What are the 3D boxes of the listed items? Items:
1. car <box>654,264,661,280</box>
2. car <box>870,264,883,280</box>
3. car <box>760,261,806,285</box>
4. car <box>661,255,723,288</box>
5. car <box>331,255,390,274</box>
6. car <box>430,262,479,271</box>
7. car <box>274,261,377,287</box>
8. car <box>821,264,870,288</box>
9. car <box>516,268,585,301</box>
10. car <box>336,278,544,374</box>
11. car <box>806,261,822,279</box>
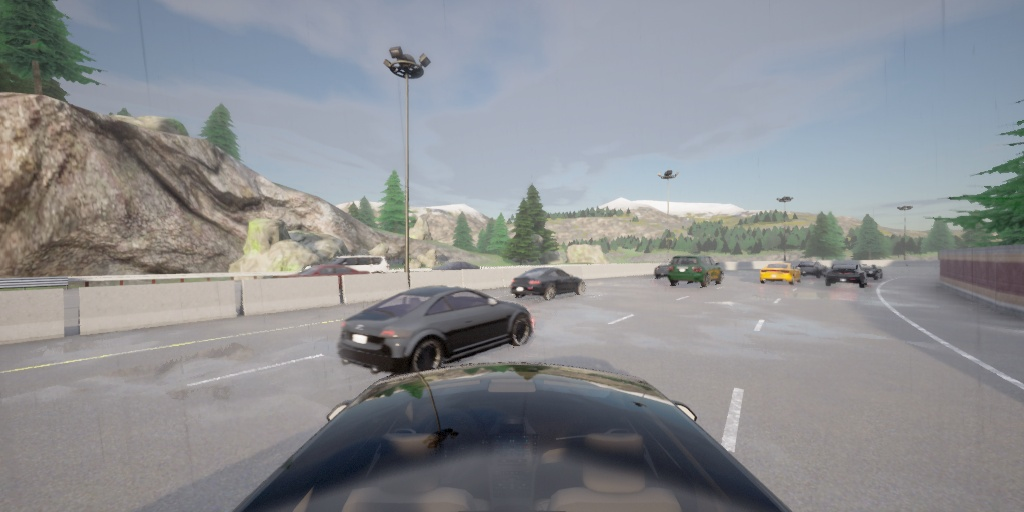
[{"bbox_3d":[13.742,1.240,30.288,4.902,1.511,2.128,0,0,-44],"label":"car"},{"bbox_3d":[30.437,1.351,30.919,4.718,1.301,1.895,0,0,-39],"label":"car"},{"bbox_3d":[19.769,1.228,26.330,5.008,1.535,1.882,0,0,-44],"label":"car"},{"bbox_3d":[12.313,0.971,23.962,2.150,2.045,5.566,0,0,44],"label":"car"},{"bbox_3d":[-10.970,0.971,24.141,2.150,2.045,5.566,0,0,38],"label":"car"},{"bbox_3d":[-5.643,1.297,35.809,2.033,1.411,5.357,0,0,42],"label":"car"},{"bbox_3d":[-10.214,1.227,19.341,1.882,1.535,5.008,0,0,37],"label":"car"},{"bbox_3d":[22.493,1.255,24.091,4.892,1.490,1.837,0,0,-43],"label":"car"},{"bbox_3d":[1.795,1.275,17.349,1.812,1.442,4.674,0,0,39],"label":"car"},{"bbox_3d":[-1.316,1.314,7.445,1.994,1.385,4.181,0,0,35],"label":"car"},{"bbox_3d":[27.713,1.241,33.200,4.902,1.511,2.128,0,0,-39],"label":"car"}]
